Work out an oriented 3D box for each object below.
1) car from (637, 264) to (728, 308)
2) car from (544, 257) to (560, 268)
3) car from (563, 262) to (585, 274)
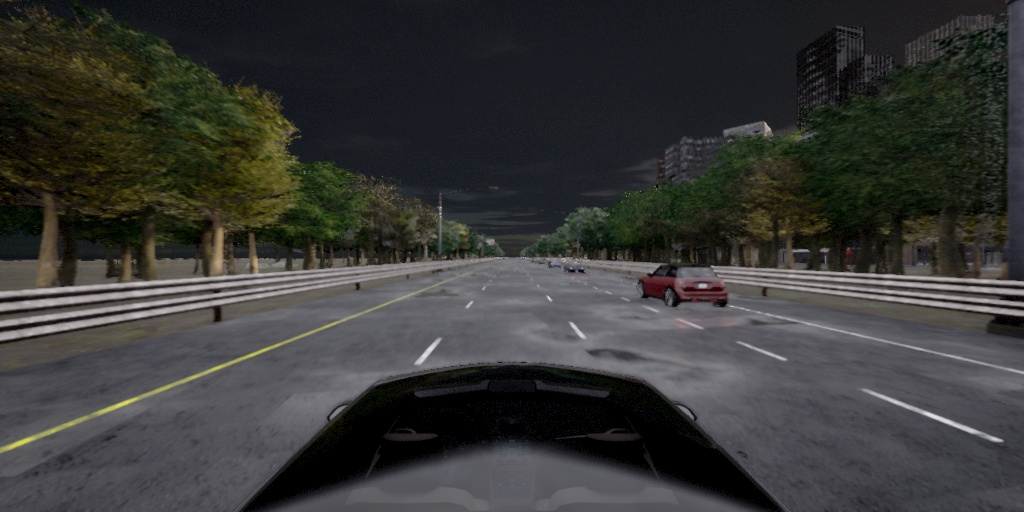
[{"bbox_3d":[7.005,1.107,15.289,2.097,1.767,4.553,0,0,0],"label":"car"},{"bbox_3d":[7.113,1.358,61.225,2.033,1.411,5.357,0,0,0],"label":"car"},{"bbox_3d":[7.038,1.386,41.289,1.895,1.301,4.718,0,0,0],"label":"car"}]
